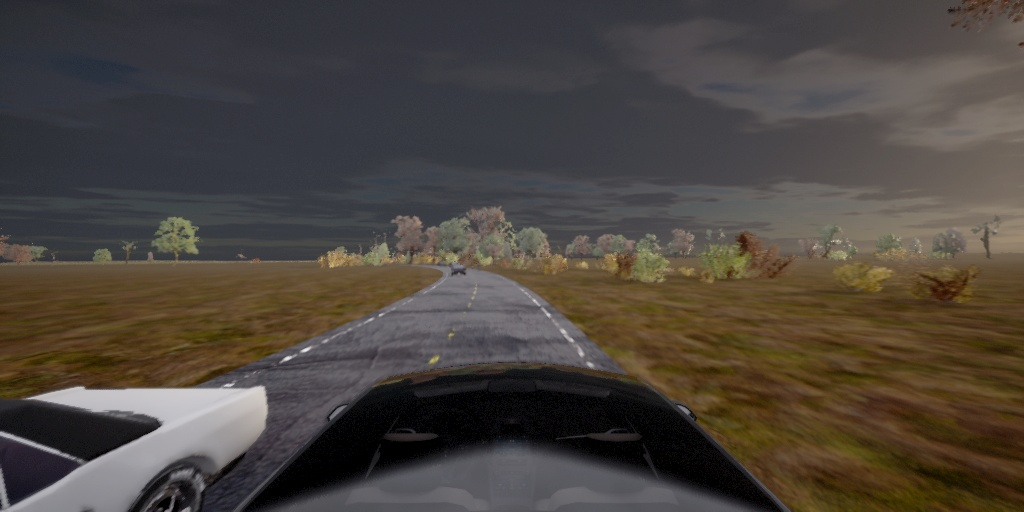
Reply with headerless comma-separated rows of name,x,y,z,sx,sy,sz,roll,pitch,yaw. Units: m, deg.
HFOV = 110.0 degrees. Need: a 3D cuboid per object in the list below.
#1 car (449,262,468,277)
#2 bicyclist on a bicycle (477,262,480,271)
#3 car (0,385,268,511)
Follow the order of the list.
car,-6.409,1.723,43.437,2.033,1.411,5.357,0,-1,-9
bicyclist on a bicycle,-5.521,1.785,59.744,0.582,1.620,1.656,0,-1,-13
car,-3.125,1.358,0.959,1.895,1.301,4.718,0,0,0
